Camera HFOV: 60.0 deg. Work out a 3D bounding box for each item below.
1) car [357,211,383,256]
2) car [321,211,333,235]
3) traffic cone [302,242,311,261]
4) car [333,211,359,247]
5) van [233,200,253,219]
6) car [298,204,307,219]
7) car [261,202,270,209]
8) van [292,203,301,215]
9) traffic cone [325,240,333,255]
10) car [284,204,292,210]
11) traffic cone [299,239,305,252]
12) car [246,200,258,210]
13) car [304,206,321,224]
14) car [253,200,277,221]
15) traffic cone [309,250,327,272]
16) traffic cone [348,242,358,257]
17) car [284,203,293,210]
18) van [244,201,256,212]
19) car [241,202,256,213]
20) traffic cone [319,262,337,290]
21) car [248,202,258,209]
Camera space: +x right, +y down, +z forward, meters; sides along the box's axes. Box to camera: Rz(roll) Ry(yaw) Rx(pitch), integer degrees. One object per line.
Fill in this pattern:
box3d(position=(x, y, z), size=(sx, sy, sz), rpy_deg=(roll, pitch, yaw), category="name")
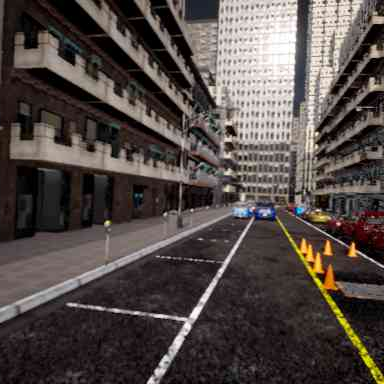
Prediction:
box3d(position=(8.324, 1.845, 12.700), size=(2.192, 1.841, 5.009), rpy_deg=(2, -1, 12), category="car")
box3d(position=(10.691, 2.195, 23.538), size=(1.967, 1.590, 4.097), rpy_deg=(2, -1, 12), category="car")
box3d(position=(4.479, 2.302, 12.657), size=(0.340, 0.580, 0.340), rpy_deg=(3, -1, 12), category="traffic cone")
box3d(position=(9.510, 1.958, 18.120), size=(2.192, 1.841, 5.009), rpy_deg=(2, -1, 12), category="car")
box3d(position=(5.373, 1.968, 36.049), size=(1.690, 1.788, 3.998), rpy_deg=(2, -1, 12), category="van")
box3d(position=(14.249, 2.531, 39.797), size=(1.967, 1.590, 4.097), rpy_deg=(2, -1, 12), category="car")
box3d(position=(17.092, 3.132, 77.600), size=(1.812, 1.442, 4.674), rpy_deg=(3, -1, 12), category="car")
box3d(position=(16.624, 2.656, 50.638), size=(1.690, 1.788, 3.998), rpy_deg=(2, -1, 12), category="van")
box3d(position=(5.882, 2.387, 14.395), size=(0.340, 0.580, 0.340), rpy_deg=(3, -1, 12), category="traffic cone")
box3d(position=(21.361, 3.303, 72.314), size=(1.887, 1.381, 4.507), rpy_deg=(2, -1, 12), category="car")
box3d(position=(4.906, 2.342, 14.610), size=(0.340, 0.580, 0.340), rpy_deg=(3, -1, 12), category="traffic cone")
box3d(position=(12.490, 2.611, 68.568), size=(2.192, 1.841, 5.009), rpy_deg=(2, -1, 12), category="car")
box3d(position=(13.096, 2.508, 34.542), size=(1.752, 1.417, 4.829), rpy_deg=(2, -1, 12), category="car")
box3d(position=(7.855, 1.964, 35.690), size=(2.150, 2.045, 5.566), rpy_deg=(3, -1, 13), category="car")
box3d(position=(4.051, 2.261, 10.703), size=(0.340, 0.580, 0.340), rpy_deg=(3, -1, 12), category="traffic cone")
box3d(position=(6.857, 2.431, 14.181), size=(0.340, 0.580, 0.340), rpy_deg=(3, -1, 12), category="traffic cone")
box3d(position=(22.584, 3.398, 77.900), size=(1.752, 1.417, 4.829), rpy_deg=(2, -1, 12), category="car")
box3d(position=(10.117, 2.415, 57.728), size=(1.690, 1.788, 3.998), rpy_deg=(2, -1, 12), category="van")
box3d(position=(8.927, 2.403, 52.307), size=(1.967, 1.590, 4.097), rpy_deg=(2, -1, 12), category="car")
box3d(position=(3.624, 2.221, 8.750), size=(0.340, 0.580, 0.340), rpy_deg=(3, -1, 12), category="traffic cone")
box3d(position=(13.667, 2.973, 73.985), size=(1.947, 1.339, 4.313), rpy_deg=(2, -1, 12), category="car")
